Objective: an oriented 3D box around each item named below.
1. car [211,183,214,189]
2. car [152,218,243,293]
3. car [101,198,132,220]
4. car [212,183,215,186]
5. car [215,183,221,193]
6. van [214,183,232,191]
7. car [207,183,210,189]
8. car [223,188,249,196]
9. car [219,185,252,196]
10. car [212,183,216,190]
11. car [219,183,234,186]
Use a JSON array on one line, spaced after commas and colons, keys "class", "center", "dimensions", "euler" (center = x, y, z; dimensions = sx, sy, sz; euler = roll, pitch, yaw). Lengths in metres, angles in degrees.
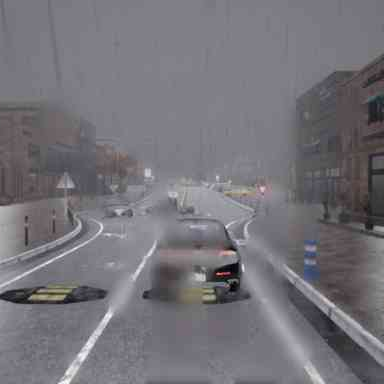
[{"class": "car", "center": [7.897, -0.936, 84.135], "dimensions": [5.008, 1.535, 2.097], "euler": [0, 2, -1]}, {"class": "car", "center": [0.107, 1.421, 8.548], "dimensions": [2.128, 1.511, 4.902], "euler": [0, -1, 0]}, {"class": "car", "center": [-6.039, 1.237, 26.015], "dimensions": [2.128, 1.511, 4.902], "euler": [-1, 1, -20]}, {"class": "car", "center": [7.894, -0.811, 81.382], "dimensions": [4.792, 1.488, 2.163], "euler": [0, 2, -1]}, {"class": "car", "center": [8.117, -0.561, 67.602], "dimensions": [5.566, 2.045, 2.435], "euler": [0, 2, -1]}, {"class": "van", "center": [7.975, -1.250, 86.762], "dimensions": [4.442, 1.987, 1.878], "euler": [0, 2, -1]}, {"class": "car", "center": [7.763, -1.452, 92.394], "dimensions": [5.566, 2.045, 2.435], "euler": [0, 2, -1]}, {"class": "car", "center": [8.157, -0.032, 62.109], "dimensions": [4.674, 1.452, 2.002], "euler": [0, 2, -1]}, {"class": "car", "center": [8.001, 0.049, 59.350], "dimensions": [5.366, 1.575, 1.946], "euler": [0, 3, -1]}, {"class": "car", "center": [7.963, -0.741, 78.628], "dimensions": [4.892, 1.521, 2.231], "euler": [0, 2, -1]}, {"class": "car", "center": [8.089, -0.318, 64.854], "dimensions": [4.553, 1.767, 2.185], "euler": [0, 2, -1]}]
